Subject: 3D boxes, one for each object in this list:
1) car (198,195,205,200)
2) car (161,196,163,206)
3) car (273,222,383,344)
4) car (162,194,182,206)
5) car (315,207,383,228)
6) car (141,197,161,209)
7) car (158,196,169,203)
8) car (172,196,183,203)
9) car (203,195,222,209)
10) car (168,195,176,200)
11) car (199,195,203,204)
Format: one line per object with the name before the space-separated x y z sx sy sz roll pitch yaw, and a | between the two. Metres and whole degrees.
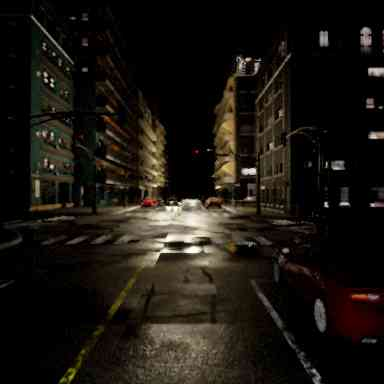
car | 2.713 1.508 94.895 2.008 1.369 4.403 0 0 0
car | -5.674 1.511 55.243 2.008 1.369 4.403 0 0 0
car | 2.827 1.538 6.446 1.887 1.381 4.507 0 0 0
car | -3.043 1.452 52.756 2.128 1.511 4.902 0 0 0
car | 11.325 1.756 22.823 5.357 1.411 2.033 1 0 -1
car | -5.767 1.508 45.141 1.887 1.381 4.507 0 0 0
car | -5.672 1.522 66.573 1.947 1.339 4.313 0 0 0
car | -2.988 1.509 68.250 1.994 1.385 4.181 0 0 0
car | 2.816 1.404 43.917 1.967 1.590 4.097 0 0 0
car | -5.667 1.508 94.896 2.008 1.369 4.403 0 0 0
car | 2.707 1.524 60.908 1.947 1.339 4.313 0 0 0
